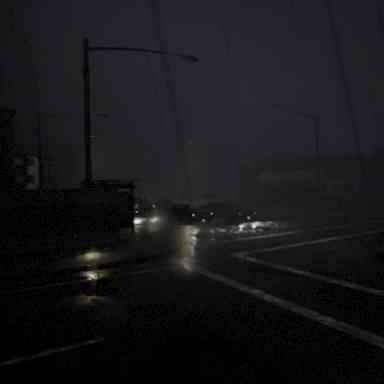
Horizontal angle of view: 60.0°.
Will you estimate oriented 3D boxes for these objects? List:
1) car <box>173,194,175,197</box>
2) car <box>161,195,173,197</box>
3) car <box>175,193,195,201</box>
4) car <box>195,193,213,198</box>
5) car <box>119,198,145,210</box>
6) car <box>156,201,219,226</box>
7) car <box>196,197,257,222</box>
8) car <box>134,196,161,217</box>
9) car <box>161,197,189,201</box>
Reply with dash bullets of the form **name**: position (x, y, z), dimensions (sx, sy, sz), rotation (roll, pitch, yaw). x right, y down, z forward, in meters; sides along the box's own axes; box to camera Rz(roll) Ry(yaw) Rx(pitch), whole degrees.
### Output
- **car**: position (-2.909, 0.966, 68.078), dimensions (1.994, 1.385, 4.181), rotation (-1, 1, 26)
- **car**: position (-4.706, 1.195, 55.574), dimensions (1.895, 1.301, 4.718), rotation (-1, 1, -7)
- **car**: position (-1.192, 0.937, 61.250), dimensions (1.882, 1.535, 5.008), rotation (-1, 1, 8)
- **car**: position (2.582, 0.866, 70.771), dimensions (1.895, 1.301, 4.718), rotation (0, 1, 36)
- **car**: position (-7.679, 1.420, 42.123), dimensions (1.895, 1.301, 4.718), rotation (-1, 1, -28)
- **car**: position (-0.429, 1.533, 23.464), dimensions (1.895, 1.301, 4.718), rotation (-1, 1, -32)
- **car**: position (2.515, 1.404, 25.342), dimensions (2.033, 1.411, 5.357), rotation (-1, 1, -32)
- **car**: position (-5.102, 1.269, 31.022), dimensions (2.097, 1.767, 4.553), rotation (-1, 1, -31)
- **car**: position (-2.550, 1.442, 33.485), dimensions (1.895, 1.301, 4.718), rotation (-1, 1, -31)
